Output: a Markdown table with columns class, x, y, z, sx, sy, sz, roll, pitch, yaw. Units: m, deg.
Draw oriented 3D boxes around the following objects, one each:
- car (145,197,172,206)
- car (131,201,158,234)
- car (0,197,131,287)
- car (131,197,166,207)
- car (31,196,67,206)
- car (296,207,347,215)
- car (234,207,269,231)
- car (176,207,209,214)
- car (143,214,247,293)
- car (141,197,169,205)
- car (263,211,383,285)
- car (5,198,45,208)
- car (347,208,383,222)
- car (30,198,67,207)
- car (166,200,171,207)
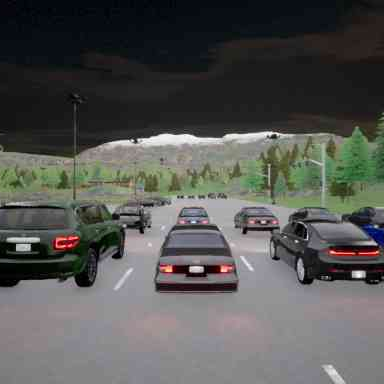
| class | x | y | z | sx | sy | sz | roll | pitch | yaw |
| --- | --- | --- | --- | --- | --- | --- | --- | --- | --- |
| car | -5.449 | 1.564 | 54.562 | 1.994 | 1.385 | 4.181 | 0 | 0 | 45 |
| car | -3.446 | 1.492 | 19.199 | 2.128 | 1.511 | 4.902 | 0 | 0 | 0 |
| car | -3.424 | 1.221 | 9.452 | 2.150 | 2.045 | 5.566 | 0 | 0 | 0 |
| car | -6.509 | 1.491 | 45.293 | 4.902 | 1.511 | 2.128 | 0 | 0 | -24 |
| car | -22.953 | 1.491 | 53.489 | 4.902 | 1.511 | 2.128 | 0 | 0 | -1 |
| car | 7.053 | 1.564 | 19.424 | 1.994 | 1.385 | 4.181 | 0 | 0 | 0 |
| car | 3.553 | 1.547 | 19.009 | 2.033 | 1.411 | 5.357 | 0 | 0 | 0 |
| car | 0.059 | 1.547 | 19.028 | 2.033 | 1.411 | 5.357 | 0 | 0 | 0 |
| car | 0.080 | 1.547 | 8.962 | 2.033 | 1.411 | 5.357 | 0 | 0 | 0 |
| car | -6.357 | 1.547 | 58.462 | 2.033 | 1.411 | 5.357 | 0 | 0 | 31 |
| car | 3.562 | 1.505 | 9.513 | 1.837 | 1.490 | 4.892 | 0 | 0 | 0 |
| car | -23.259 | 1.526 | 46.486 | 4.674 | 1.442 | 1.812 | 0 | 0 | 0 |
| car | 7.077 | 1.478 | 10.440 | 1.882 | 1.535 | 5.008 | 0 | 0 | 0 |
| car | -21.530 | 1.601 | 49.999 | 4.718 | 1.301 | 1.895 | 0 | 0 | -1 |
| car | -5.674 | 1.505 | 49.653 | 4.892 | 1.490 | 1.837 | 0 | 2 | -31 |
